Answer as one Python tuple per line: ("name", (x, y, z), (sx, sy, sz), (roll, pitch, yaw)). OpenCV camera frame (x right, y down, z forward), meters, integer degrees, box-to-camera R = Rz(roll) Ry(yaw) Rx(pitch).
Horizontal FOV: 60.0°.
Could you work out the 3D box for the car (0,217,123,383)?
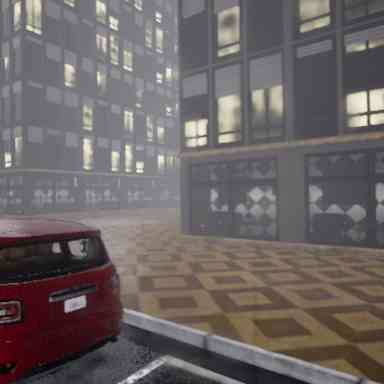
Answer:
("car", (-3.228, 1.311, 5.047), (5.009, 1.841, 2.192), (0, -1, 36))
